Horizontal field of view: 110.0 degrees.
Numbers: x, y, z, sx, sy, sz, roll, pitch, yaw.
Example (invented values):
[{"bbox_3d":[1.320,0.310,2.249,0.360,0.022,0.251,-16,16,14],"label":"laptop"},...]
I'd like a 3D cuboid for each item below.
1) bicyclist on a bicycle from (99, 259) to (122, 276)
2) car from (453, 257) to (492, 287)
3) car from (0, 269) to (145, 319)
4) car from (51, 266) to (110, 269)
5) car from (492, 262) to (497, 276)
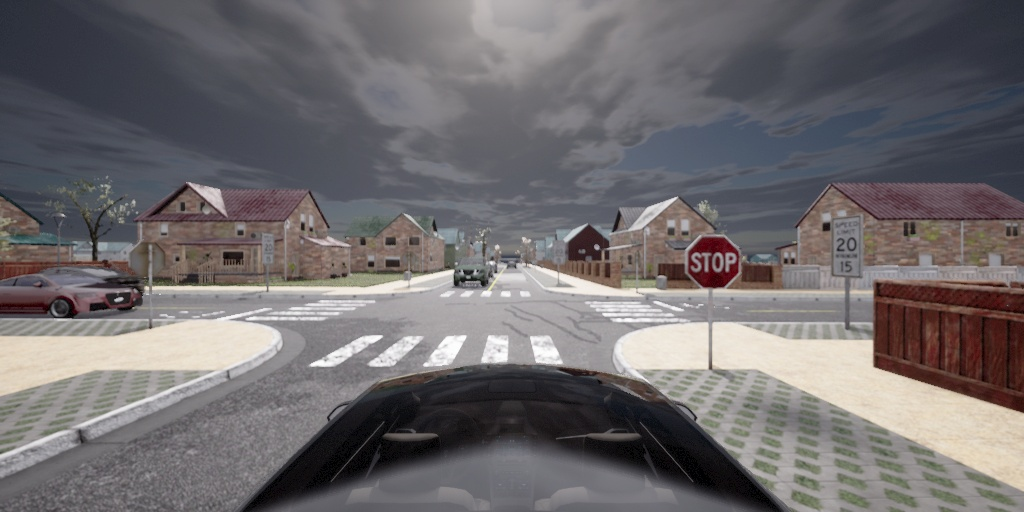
[{"bbox_3d":[-20.164,0.990,17.928,0.582,1.620,1.656,0,0,0],"label":"bicyclist on a bicycle"},{"bbox_3d":[-2.869,1.074,26.246,2.150,2.045,5.566,0,-1,0],"label":"car"},{"bbox_3d":[-15.252,1.284,12.084,4.181,1.385,1.994,0,0,0],"label":"car"},{"bbox_3d":[-18.520,1.178,15.054,5.008,1.535,1.882,0,0,-1],"label":"car"},{"bbox_3d":[-2.867,1.422,36.840,1.837,1.490,4.892,0,0,0],"label":"car"}]
